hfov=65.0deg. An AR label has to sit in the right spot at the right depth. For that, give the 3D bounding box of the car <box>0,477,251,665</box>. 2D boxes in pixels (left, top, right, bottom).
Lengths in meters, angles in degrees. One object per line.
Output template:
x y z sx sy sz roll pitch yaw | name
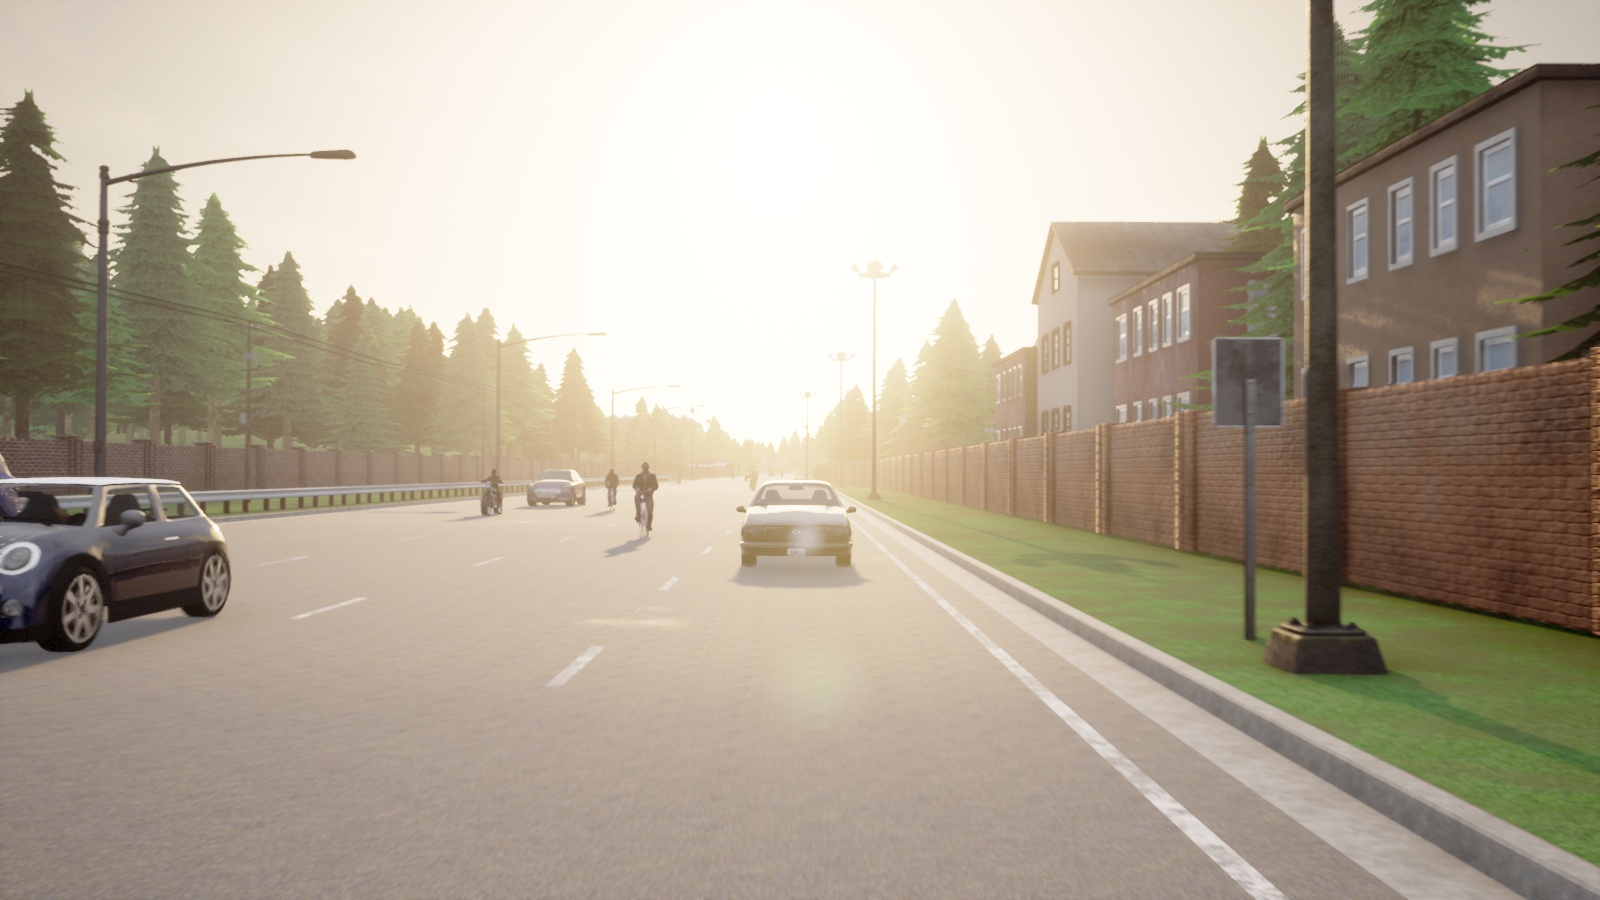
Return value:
-7.026 1.008 11.910 1.970 1.475 3.806 0 -1 0 | car

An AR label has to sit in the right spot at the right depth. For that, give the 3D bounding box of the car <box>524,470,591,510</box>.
-10.624 1.717 55.285 2.033 1.649 4.856 0 -1 0 | car

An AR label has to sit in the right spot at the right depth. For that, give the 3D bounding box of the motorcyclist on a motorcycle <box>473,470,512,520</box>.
-10.597 1.536 43.362 0.766 1.649 2.350 0 -1 0 | motorcyclist on a motorcycle

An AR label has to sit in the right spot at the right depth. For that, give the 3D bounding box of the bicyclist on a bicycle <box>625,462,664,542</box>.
-3.564 1.186 28.913 0.659 1.776 1.843 0 -1 0 | bicyclist on a bicycle

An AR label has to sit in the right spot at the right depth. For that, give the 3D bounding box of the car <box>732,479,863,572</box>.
-0.049 1.236 22.192 2.033 1.411 5.357 0 -1 0 | car

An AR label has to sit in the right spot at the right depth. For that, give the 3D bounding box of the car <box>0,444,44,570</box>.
-14.042 0.905 18.764 2.150 2.045 5.566 0 -1 0 | car
